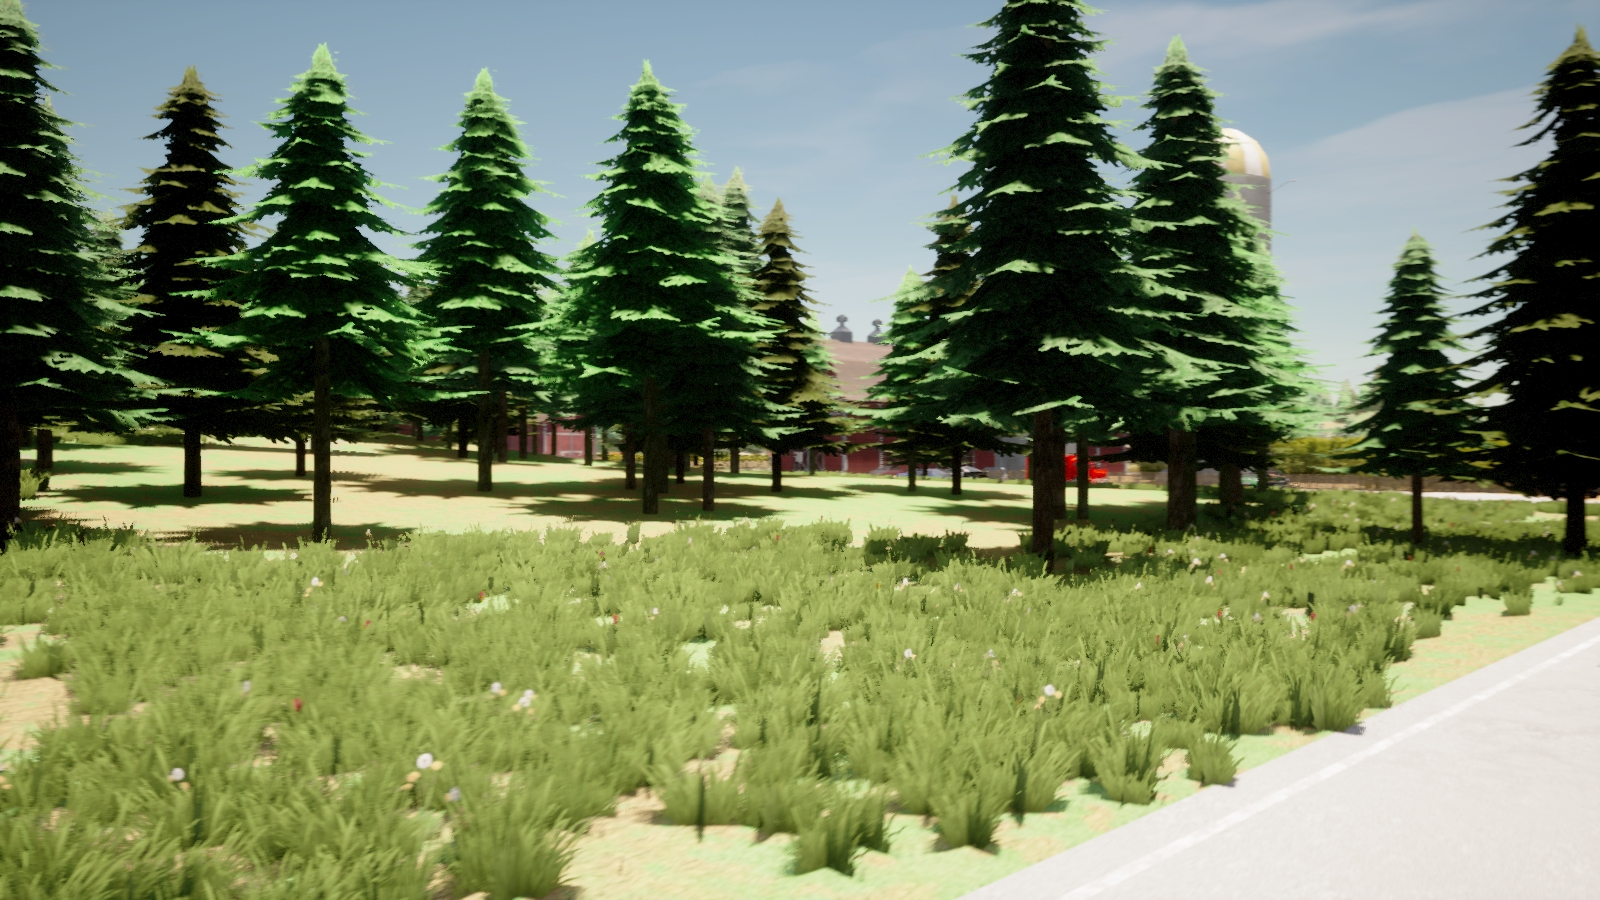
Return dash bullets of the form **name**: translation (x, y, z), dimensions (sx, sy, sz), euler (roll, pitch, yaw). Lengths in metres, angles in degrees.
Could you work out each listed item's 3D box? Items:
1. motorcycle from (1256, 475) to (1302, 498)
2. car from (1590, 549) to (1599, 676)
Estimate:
- **motorcycle**: translation (27.457, 2.076, 65.543), dimensions (0.764, 1.277, 2.356), euler (0, 0, -44)
- **car**: translation (12.414, 2.045, 15.332), dimensions (4.974, 1.542, 2.038), euler (0, 0, -44)
